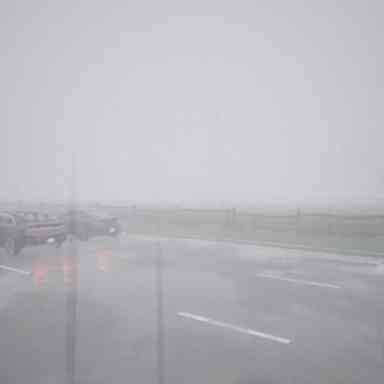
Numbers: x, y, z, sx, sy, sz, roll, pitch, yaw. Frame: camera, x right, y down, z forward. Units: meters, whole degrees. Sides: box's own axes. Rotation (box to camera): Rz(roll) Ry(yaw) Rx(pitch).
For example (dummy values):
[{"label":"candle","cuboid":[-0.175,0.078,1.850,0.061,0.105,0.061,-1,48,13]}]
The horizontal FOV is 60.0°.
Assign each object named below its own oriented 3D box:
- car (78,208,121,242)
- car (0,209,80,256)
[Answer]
[{"label":"car","cuboid":[-5.461,1.525,16.355,4.674,1.442,1.812,0,0,36]},{"label":"car","cuboid":[-6.928,1.492,13.102,4.902,1.511,2.128,0,0,36]}]
